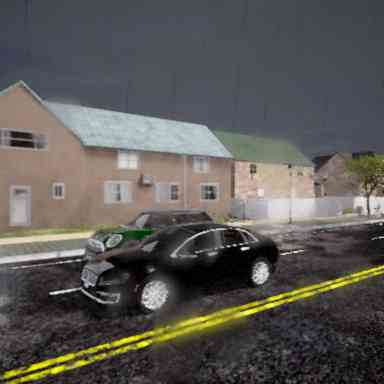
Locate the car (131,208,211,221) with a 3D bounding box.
[{"bbox_3d":[-1.111,1.355,10.961,4.553,1.767,2.097,0,0,-36],"label":"car"}]

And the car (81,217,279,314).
[{"bbox_3d":[-0.033,1.508,7.719,4.892,1.490,1.837,0,0,-36],"label":"car"}]
